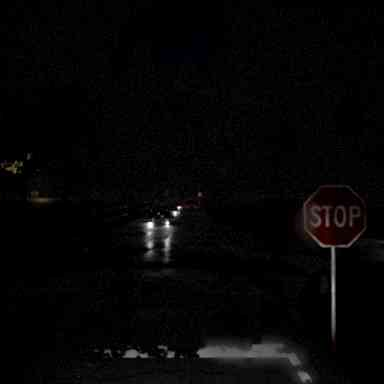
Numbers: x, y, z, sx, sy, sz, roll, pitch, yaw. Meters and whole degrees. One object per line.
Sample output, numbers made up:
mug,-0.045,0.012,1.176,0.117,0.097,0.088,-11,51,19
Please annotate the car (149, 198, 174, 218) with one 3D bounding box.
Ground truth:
car,-2.870,1.560,30.556,1.812,1.442,4.674,0,0,-1

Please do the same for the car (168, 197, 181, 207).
car,-2.910,1.650,55.898,1.812,1.442,4.674,0,0,0

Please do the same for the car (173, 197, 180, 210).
car,-2.910,1.551,43.424,1.882,1.535,5.008,0,0,0

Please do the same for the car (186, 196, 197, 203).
car,-0.105,1.584,70.912,2.128,1.511,4.902,0,0,0

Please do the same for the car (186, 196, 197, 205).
car,-0.090,1.670,60.626,1.812,1.442,4.674,0,0,0
